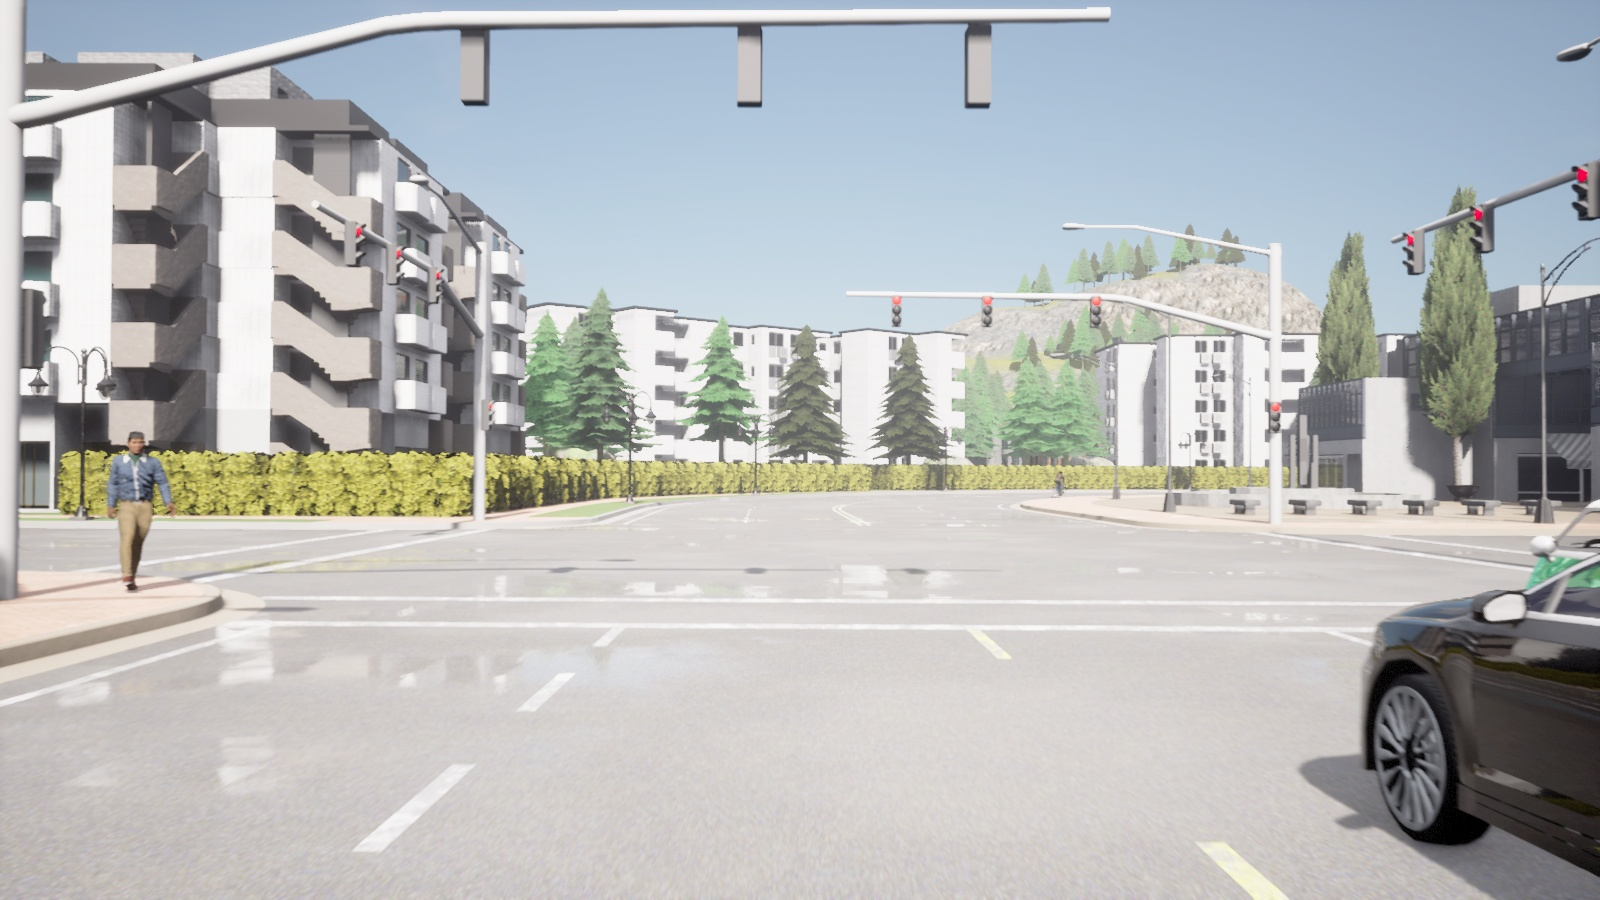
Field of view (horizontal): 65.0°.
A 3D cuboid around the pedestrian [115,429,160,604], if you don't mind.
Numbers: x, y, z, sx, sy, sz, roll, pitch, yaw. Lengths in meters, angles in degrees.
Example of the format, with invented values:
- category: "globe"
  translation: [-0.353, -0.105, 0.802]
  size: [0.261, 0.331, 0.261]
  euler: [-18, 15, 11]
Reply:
- category: "pedestrian"
  translation: [-7.595, 0.744, 14.386]
  size: [0.423, 1.949, 0.788]
  euler: [0, -1, -30]

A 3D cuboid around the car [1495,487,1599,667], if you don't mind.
- category: "car"
  translation: [7.013, 1.013, 10.256]
  size: [1.481, 1.376, 2.207]
  euler: [0, -1, 2]

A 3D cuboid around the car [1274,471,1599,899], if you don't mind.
- category: "car"
  translation: [3.491, 0.823, 3.940]
  size: [2.128, 1.511, 4.902]
  euler: [0, -1, 0]
